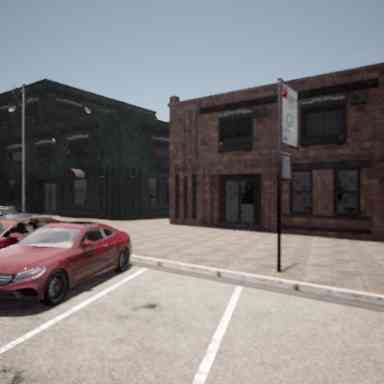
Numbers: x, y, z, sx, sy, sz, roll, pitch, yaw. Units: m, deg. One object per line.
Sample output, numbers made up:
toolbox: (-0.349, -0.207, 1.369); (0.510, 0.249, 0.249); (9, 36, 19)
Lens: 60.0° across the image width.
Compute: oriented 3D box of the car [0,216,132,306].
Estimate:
car: (-3.063, 1.475, 8.186); (2.002, 1.452, 4.674); (1, 0, 15)

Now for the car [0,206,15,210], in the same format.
car: (-7.970, 1.269, 11.657); (2.185, 1.767, 4.553); (1, 0, 15)

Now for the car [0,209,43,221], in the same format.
car: (-5.531, 1.443, 9.876); (2.163, 1.488, 4.792); (1, 0, 15)
